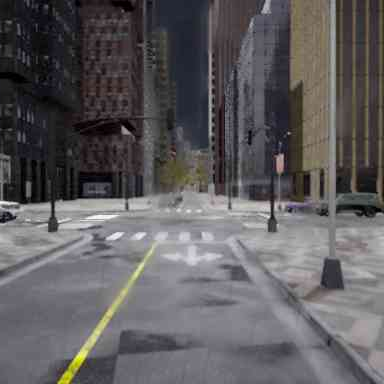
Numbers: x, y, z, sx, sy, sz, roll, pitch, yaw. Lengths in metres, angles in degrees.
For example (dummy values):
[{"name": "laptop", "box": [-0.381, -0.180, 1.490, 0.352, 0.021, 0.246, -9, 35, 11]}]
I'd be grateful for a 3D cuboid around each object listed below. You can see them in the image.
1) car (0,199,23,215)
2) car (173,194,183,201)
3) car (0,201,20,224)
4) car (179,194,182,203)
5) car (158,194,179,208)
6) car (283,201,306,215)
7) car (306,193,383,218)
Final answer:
[{"name": "car", "box": [-15.700, 1.097, 24.832, 5.566, 2.045, 2.150, 0, 0, 0]}, {"name": "car", "box": [-3.072, 1.140, 73.562, 1.882, 1.535, 5.008, 0, 0, 0]}, {"name": "car", "box": [-13.963, 1.460, 21.580, 4.181, 1.385, 1.994, 0, 0, 0]}, {"name": "car", "box": [-3.101, 1.246, 52.999, 2.128, 1.511, 4.902, 0, 0, 0]}, {"name": "car", "box": [-3.107, 1.153, 42.948, 2.097, 1.767, 4.553, 0, 0, 0]}, {"name": "car", "box": [11.092, 1.459, 31.442, 4.718, 1.301, 1.895, 0, 0, 0]}, {"name": "car", "box": [13.071, 1.104, 28.182, 5.566, 2.045, 2.150, 0, 0, 0]}]
